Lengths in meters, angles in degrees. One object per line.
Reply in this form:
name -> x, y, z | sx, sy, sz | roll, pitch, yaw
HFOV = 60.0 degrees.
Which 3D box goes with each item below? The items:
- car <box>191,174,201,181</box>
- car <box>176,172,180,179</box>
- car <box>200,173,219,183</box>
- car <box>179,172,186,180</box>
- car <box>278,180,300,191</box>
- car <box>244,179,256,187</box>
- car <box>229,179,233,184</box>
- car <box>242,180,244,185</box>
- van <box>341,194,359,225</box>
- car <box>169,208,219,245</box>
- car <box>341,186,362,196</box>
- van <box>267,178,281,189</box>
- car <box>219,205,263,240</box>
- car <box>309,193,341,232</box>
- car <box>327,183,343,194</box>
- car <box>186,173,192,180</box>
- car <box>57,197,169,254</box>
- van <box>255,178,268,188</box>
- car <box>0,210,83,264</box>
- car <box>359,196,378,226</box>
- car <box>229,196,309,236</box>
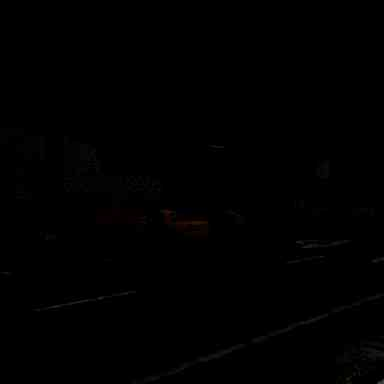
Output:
car -> 3.091, -3.703, 84.518 | 2.435, 2.045, 5.566 | 7, 3, 34
car -> -2.217, -4.367, 91.793 | 2.435, 2.045, 5.566 | 1, -1, 34
car -> 4.946, -3.180, 82.262 | 1.946, 1.575, 5.366 | 7, 3, 34
car -> -0.441, -4.089, 89.448 | 2.185, 1.767, 4.553 | 4, 1, 33
car -> 18.721, -0.997, 62.427 | 2.231, 1.521, 4.892 | 7, 3, 35
car -> 13.645, -1.816, 69.983 | 1.946, 1.575, 5.366 | 7, 3, 35
car -> 10.063, -2.322, 74.760 | 2.002, 1.452, 4.674 | 7, 3, 35
car -> 11.810, -2.048, 72.301 | 2.002, 1.452, 4.674 | 7, 3, 35
van -> 8.388, 1.294, 22.308 | 4.442, 1.987, 1.878 | -1, -1, 35
car -> -1.686, 1.501, 15.532 | 5.366, 1.575, 1.946 | -1, -1, 34
car -> 25.638, 0.132, 52.580 | 2.002, 1.452, 4.674 | 7, 3, 35
van -> 16.957, -1.495, 64.786 | 1.878, 1.987, 4.442 | 7, 4, 35
car -> 0.917, 1.546, 17.164 | 4.674, 1.452, 2.002 | -1, -1, 35
car -> 5.852, 1.265, 20.635 | 5.566, 2.045, 2.435 | -1, -1, 35
car -> 23.943, -0.430, 55.050 | 2.435, 2.045, 5.566 | 7, 3, 35
car -> 1.293, -3.855, 86.981 | 2.185, 1.767, 4.553 | 6, 3, 34
car -> -4.003, 1.246, 13.701 | 5.566, 2.045, 2.435 | -1, -1, 34
van -> 15.224, -1.768, 67.255 | 1.878, 1.987, 4.442 | 7, 4, 35
car -> -6.445, 1.523, 11.952 | 4.792, 1.488, 2.163 | -1, -1, 34
car -> 10.794, 1.400, 24.063 | 4.553, 1.767, 2.185 | -1, -1, 35
car -> 3.342, 1.260, 18.925 | 5.566, 2.045, 2.435 | -1, -1, 35
